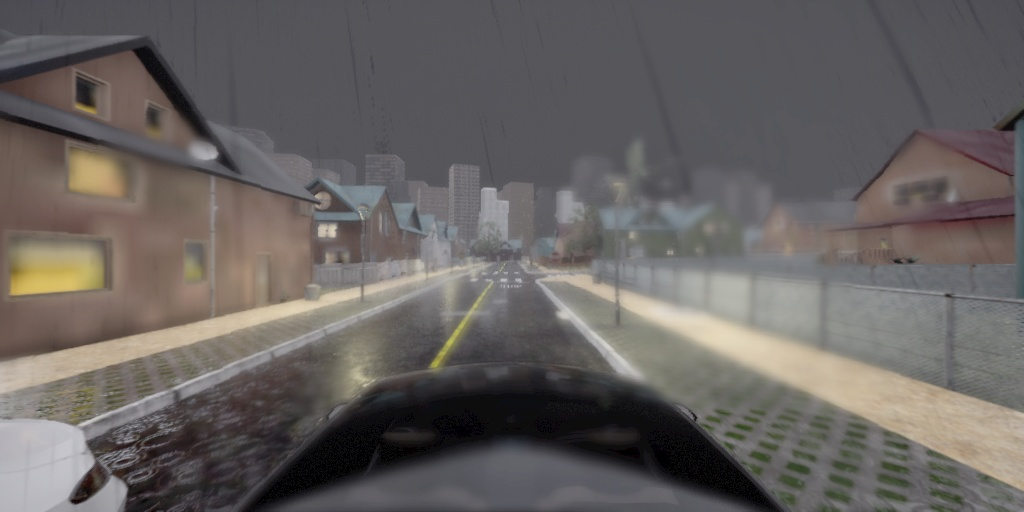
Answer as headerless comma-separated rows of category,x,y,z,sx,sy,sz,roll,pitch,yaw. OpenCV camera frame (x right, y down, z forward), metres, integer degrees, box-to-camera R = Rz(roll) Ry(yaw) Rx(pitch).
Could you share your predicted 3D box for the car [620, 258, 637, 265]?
car,11.505,0.962,33.141,5.008,1.535,1.882,-2,0,1
